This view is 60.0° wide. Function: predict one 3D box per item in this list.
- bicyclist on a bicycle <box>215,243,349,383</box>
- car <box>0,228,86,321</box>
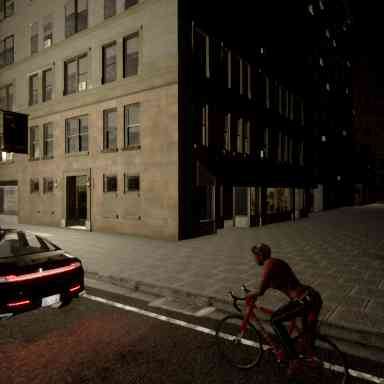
[{"bbox_3d":[0.977,1.453,3.966,1.656,1.620,0.582,0,0,36],"label":"bicyclist on a bicycle"},{"bbox_3d":[-4.184,1.492,6.666,4.902,1.511,2.128,0,0,36],"label":"car"}]
